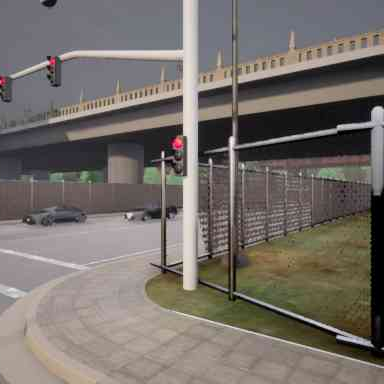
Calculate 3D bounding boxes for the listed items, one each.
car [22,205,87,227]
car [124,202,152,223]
[{"bbox_3d":[-9.509,1.619,23.292,1.994,1.385,4.181,0,0,35],"label":"car"},{"bbox_3d":[-3.155,1.547,26.213,2.128,1.511,4.902,0,0,35],"label":"car"}]
